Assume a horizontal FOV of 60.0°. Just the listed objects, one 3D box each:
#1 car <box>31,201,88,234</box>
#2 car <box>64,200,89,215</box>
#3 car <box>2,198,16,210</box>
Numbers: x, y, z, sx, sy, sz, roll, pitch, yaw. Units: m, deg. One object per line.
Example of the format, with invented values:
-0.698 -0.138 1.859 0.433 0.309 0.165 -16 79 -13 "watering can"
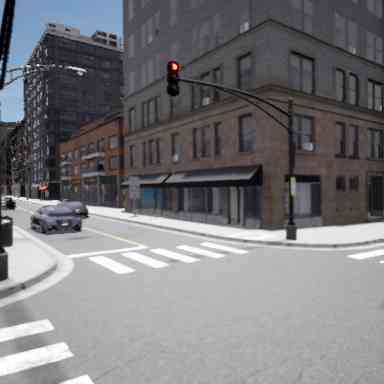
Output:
-7.578 1.437 18.465 1.994 1.385 4.181 -1 1 -35 "car"
-9.917 1.343 27.111 1.994 1.385 4.181 -1 1 -35 "car"
-21.243 1.303 37.754 1.895 1.301 4.718 -1 1 -35 "car"
